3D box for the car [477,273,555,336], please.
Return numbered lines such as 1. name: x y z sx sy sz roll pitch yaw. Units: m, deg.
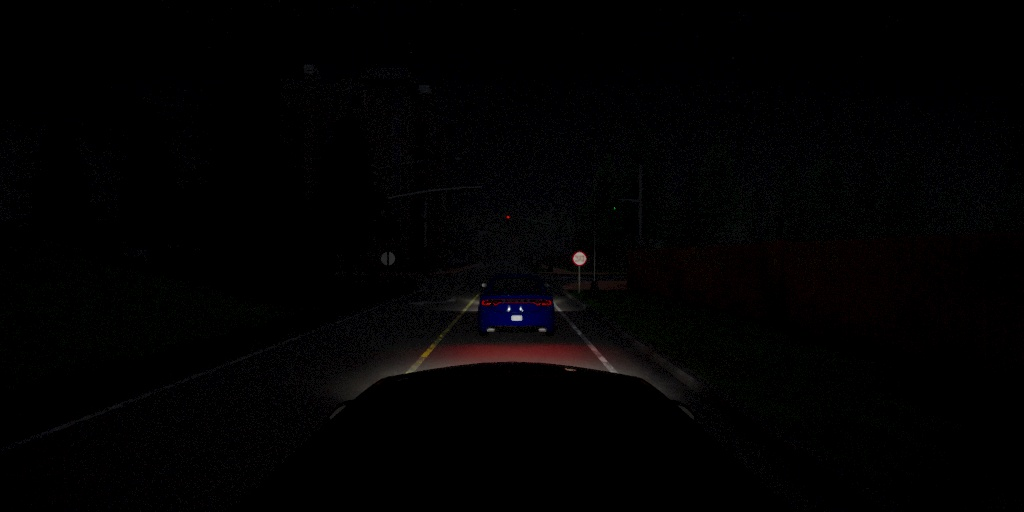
1. car: 0.100 1.228 10.438 1.882 1.535 5.008 0 0 0
